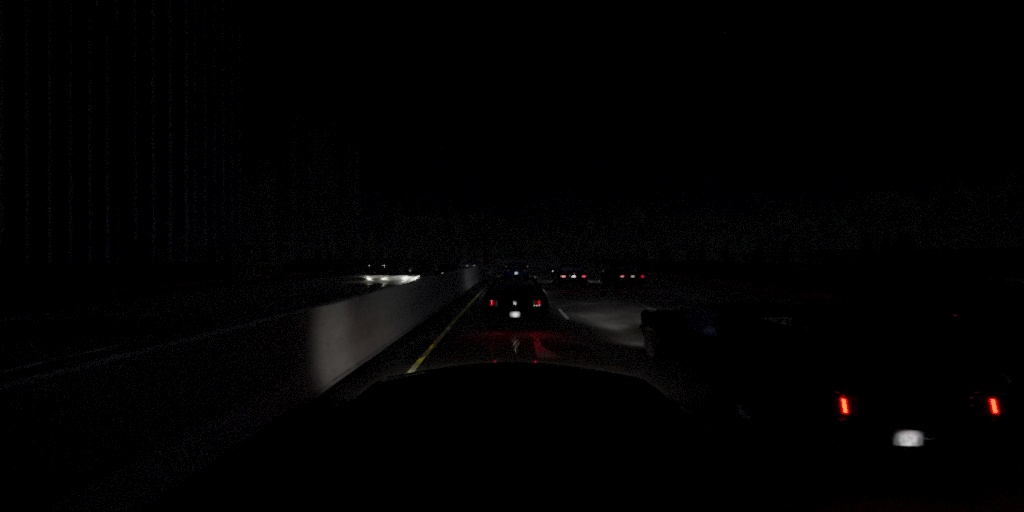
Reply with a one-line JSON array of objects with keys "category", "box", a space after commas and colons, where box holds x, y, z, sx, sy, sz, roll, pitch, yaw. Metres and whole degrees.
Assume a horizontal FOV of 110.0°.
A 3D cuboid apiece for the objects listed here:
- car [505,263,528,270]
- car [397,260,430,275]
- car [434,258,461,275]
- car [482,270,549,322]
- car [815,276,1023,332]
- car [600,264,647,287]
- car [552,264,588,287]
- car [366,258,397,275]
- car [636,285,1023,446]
[{"category": "car", "box": [0.397, 1.265, 29.288, 1.994, 1.385, 4.181, 0, 0, 2]}, {"category": "car", "box": [-10.050, 1.177, 38.091, 2.128, 1.511, 4.902, 0, 0, 2]}, {"category": "car", "box": [-6.576, 1.234, 37.284, 2.033, 1.411, 5.357, 0, 0, 2]}, {"category": "car", "box": [0.105, 1.332, 12.199, 1.895, 1.301, 4.718, 0, 0, 0]}, {"category": "car", "box": [7.072, 1.094, 5.878, 2.097, 1.767, 4.553, 0, 0, 0]}, {"category": "car", "box": [7.249, 1.258, 23.858, 2.033, 1.411, 5.357, 0, 0, 1]}, {"category": "car", "box": [3.748, 1.258, 23.864, 2.033, 1.411, 5.357, 0, 0, 1]}, {"category": "car", "box": [-13.560, 1.038, 37.778, 2.097, 1.767, 4.553, 0, 0, 2]}, {"category": "car", "box": [3.570, 1.345, 5.434, 1.895, 1.301, 4.718, 0, 0, 0]}]
